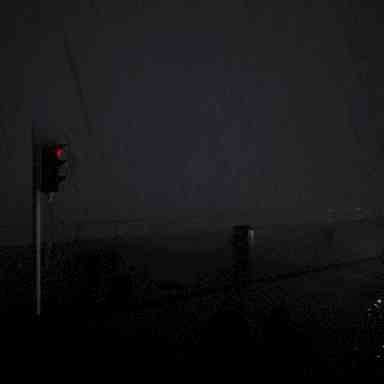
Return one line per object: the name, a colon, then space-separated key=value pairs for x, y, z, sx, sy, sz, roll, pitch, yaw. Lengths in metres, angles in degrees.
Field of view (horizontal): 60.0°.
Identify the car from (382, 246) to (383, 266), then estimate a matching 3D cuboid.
car: x=7.233 y=1.388 z=9.127 sx=5.008 sy=1.535 sz=1.882 roll=0 pitch=1 yaw=-32
